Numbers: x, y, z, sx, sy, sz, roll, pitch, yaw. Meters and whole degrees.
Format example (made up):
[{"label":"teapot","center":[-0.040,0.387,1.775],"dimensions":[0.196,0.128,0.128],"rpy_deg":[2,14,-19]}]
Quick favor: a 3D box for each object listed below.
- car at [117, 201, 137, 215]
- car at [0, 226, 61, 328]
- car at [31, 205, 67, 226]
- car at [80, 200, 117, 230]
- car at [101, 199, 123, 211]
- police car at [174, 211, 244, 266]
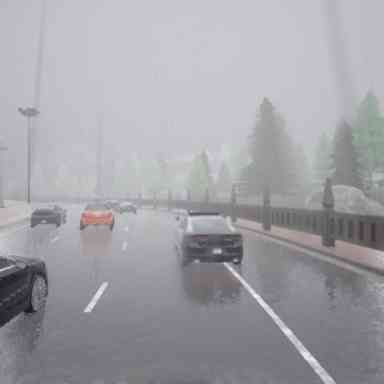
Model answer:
[{"label":"car","center":[-7.667,1.817,38.636],"dimensions":[1.812,1.442,4.674],"rpy_deg":[0,0,-22]},{"label":"car","center":[-3.738,1.530,4.813],"dimensions":[2.128,1.511,4.902],"rpy_deg":[0,0,-3]},{"label":"car","center":[-10.329,1.690,24.148],"dimensions":[1.837,1.490,4.892],"rpy_deg":[0,0,-14]},{"label":"car","center":[-6.460,1.527,23.009],"dimensions":[2.097,1.767,4.553],"rpy_deg":[0,0,-13]},{"label":"car","center":[-11.488,1.837,47.470],"dimensions":[1.882,1.535,5.008],"rpy_deg":[0,0,-27]},{"label":"police car","center":[0.406,1.516,12.109],"dimensions":[1.930,1.638,5.238],"rpy_deg":[0,0,-7]}]
